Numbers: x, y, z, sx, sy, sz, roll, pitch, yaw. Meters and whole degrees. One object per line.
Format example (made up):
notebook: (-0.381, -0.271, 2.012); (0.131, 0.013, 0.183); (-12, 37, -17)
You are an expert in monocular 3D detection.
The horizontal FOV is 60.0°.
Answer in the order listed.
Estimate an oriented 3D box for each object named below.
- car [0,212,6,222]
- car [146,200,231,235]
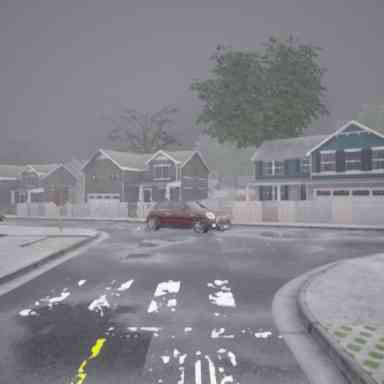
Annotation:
car: (-18.070, 1.981, 28.832); (4.181, 1.385, 1.994); (-2, -2, 31)
car: (-0.217, 1.188, 17.606); (4.553, 1.767, 2.097); (-2, -2, 34)
